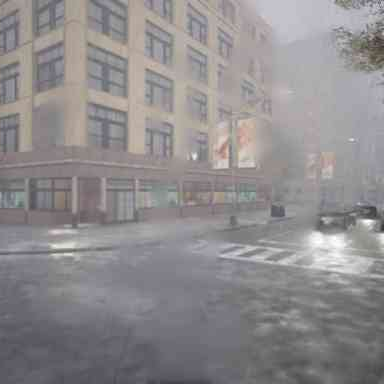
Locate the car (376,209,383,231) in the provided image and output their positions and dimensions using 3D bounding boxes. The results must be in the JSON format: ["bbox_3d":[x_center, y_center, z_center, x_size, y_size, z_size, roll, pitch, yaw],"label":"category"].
[{"bbox_3d":[12.322,1.563,19.536,1.994,1.385,4.181,0,0,35],"label":"car"}]

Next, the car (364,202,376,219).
[{"bbox_3d":[14.964,1.564,29.295,1.994,1.385,4.181,0,0,36],"label":"car"}]

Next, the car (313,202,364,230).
[{"bbox_3d":[9.195,1.492,21.160,2.128,1.511,4.902,0,0,35],"label":"car"}]
